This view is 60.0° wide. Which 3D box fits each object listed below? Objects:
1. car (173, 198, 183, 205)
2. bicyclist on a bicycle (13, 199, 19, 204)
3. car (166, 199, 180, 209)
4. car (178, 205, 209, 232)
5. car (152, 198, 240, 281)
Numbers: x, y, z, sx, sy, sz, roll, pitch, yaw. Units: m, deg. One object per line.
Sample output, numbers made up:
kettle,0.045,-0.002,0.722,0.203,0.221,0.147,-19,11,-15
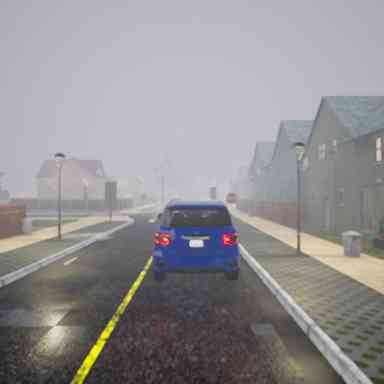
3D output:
car,-2.812,1.943,68.884,1.812,1.442,4.674,0,0,0
bicyclist on a bicycle,-20.246,1.570,38.190,0.582,1.620,1.656,0,-1,0
car,-2.877,1.815,51.900,1.837,1.490,4.892,0,0,0
car,0.077,1.656,22.039,1.812,1.442,4.674,0,0,0
car,0.091,1.279,10.111,2.150,2.045,5.566,0,-1,0
